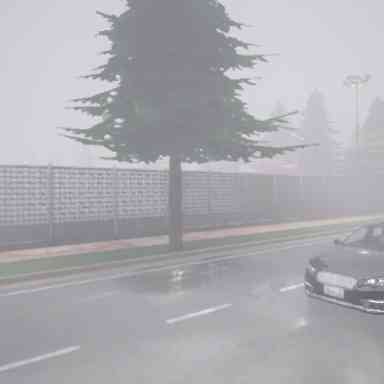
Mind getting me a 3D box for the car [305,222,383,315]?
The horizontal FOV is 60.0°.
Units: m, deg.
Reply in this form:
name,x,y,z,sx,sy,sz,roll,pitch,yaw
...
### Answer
name,x,y,z,sx,sy,sz,roll,pitch,yaw
car,4.440,1.435,7.207,4.902,1.511,2.128,-1,0,-36
